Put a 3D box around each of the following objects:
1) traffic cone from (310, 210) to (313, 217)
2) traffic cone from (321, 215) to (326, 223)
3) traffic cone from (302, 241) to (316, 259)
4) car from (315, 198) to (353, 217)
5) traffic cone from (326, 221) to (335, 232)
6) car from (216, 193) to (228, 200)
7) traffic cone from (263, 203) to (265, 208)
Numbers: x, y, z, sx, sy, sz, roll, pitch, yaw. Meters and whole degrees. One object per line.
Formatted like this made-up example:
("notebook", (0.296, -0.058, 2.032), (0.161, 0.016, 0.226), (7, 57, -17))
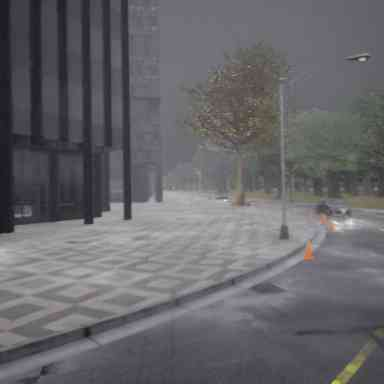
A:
("traffic cone", (9.929, 1.794, 27.690), (0.340, 0.580, 0.340), (-1, 0, 6))
("traffic cone", (9.166, 1.841, 23.096), (0.340, 0.580, 0.340), (-1, 0, 13))
("traffic cone", (4.070, 2.001, 11.581), (0.340, 0.580, 0.340), (-1, 0, -39))
("car", (11.993, 1.282, 28.446), (2.128, 1.511, 4.902), (-1, 0, 3))
("traffic cone", (7.832, 1.901, 18.635), (0.340, 0.580, 0.340), (-1, 0, 20))
("car", (6.374, 1.014, 71.907), (1.994, 1.385, 4.181), (-1, 1, -7))
("traffic cone", (9.056, 1.703, 42.001), (0.340, 0.580, 0.340), (-1, 0, -7))
